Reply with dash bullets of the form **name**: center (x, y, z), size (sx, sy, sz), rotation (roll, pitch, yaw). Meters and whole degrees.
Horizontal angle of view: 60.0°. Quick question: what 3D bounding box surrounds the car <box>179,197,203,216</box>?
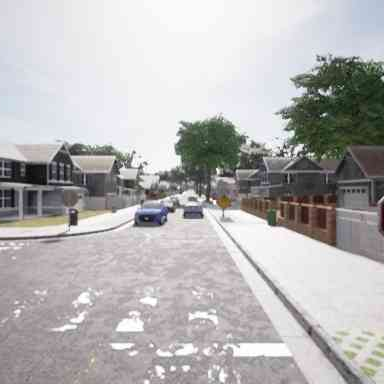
- **car**: center (0.110, 1.523, 31.975), size (2.033, 1.411, 5.357), rotation (0, 0, 0)

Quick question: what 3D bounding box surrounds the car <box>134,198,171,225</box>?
- **car**: center (-2.889, 1.464, 24.195), size (1.882, 1.535, 5.008), rotation (0, 0, 2)

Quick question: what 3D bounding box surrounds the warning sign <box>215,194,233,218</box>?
- **warning sign**: center (2.526, 1.100, 26.427), size (1.300, 1.860, 1.060), rotation (0, 0, 0)

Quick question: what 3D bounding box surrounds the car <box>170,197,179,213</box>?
- **car**: center (-2.842, 1.514, 37.137), size (2.033, 1.411, 5.357), rotation (0, 0, 0)
